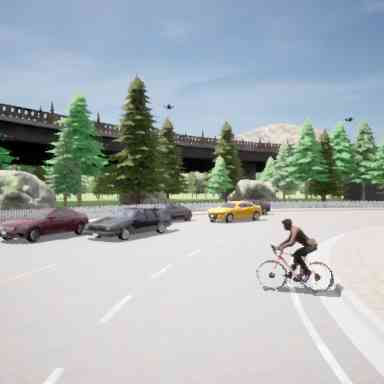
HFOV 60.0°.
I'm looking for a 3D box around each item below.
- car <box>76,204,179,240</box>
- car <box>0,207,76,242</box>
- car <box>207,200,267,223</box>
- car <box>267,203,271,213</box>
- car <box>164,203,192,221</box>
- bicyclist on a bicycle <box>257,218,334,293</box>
[{"bbox_3d":[-3.058,1.543,17.282,2.033,1.411,5.357,0,0,29],"label":"car"},{"bbox_3d":[-7.140,1.521,16.567,1.812,1.442,4.674,0,0,25],"label":"car"},{"bbox_3d":[3.328,1.471,25.615,5.008,1.535,1.882,0,0,-41],"label":"car"},{"bbox_3d":[5.344,1.483,31.738,4.902,1.511,2.128,0,0,-34],"label":"car"},{"bbox_3d":[-1.899,1.557,24.976,1.994,1.385,4.181,0,0,42],"label":"car"},{"bbox_3d":[2.274,1.415,7.383,1.656,1.620,0.582,0,0,11],"label":"bicyclist on a bicycle"}]
